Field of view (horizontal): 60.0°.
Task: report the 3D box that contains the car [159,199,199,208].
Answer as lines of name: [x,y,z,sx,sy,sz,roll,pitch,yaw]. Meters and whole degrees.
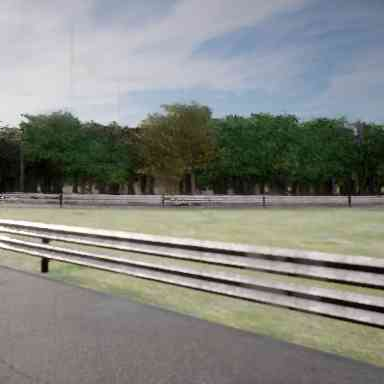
car: [-1.459,1.098,37.408,4.718,1.301,1.895,0,0,-2]
